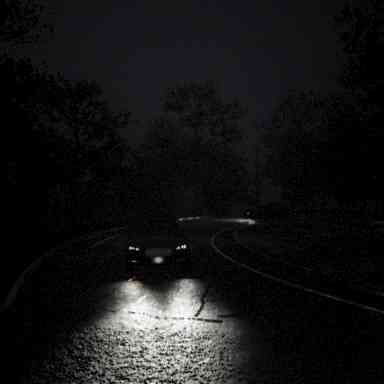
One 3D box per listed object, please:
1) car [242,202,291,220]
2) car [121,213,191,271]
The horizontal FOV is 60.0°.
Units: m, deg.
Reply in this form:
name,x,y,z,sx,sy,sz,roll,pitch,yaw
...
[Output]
name,x,y,z,sx,sy,sz,roll,pitch,yaw
car,6.321,1.564,28.116,4.181,1.385,1.994,0,0,-29
car,-1.232,1.491,11.007,2.128,1.511,4.902,0,0,-9
